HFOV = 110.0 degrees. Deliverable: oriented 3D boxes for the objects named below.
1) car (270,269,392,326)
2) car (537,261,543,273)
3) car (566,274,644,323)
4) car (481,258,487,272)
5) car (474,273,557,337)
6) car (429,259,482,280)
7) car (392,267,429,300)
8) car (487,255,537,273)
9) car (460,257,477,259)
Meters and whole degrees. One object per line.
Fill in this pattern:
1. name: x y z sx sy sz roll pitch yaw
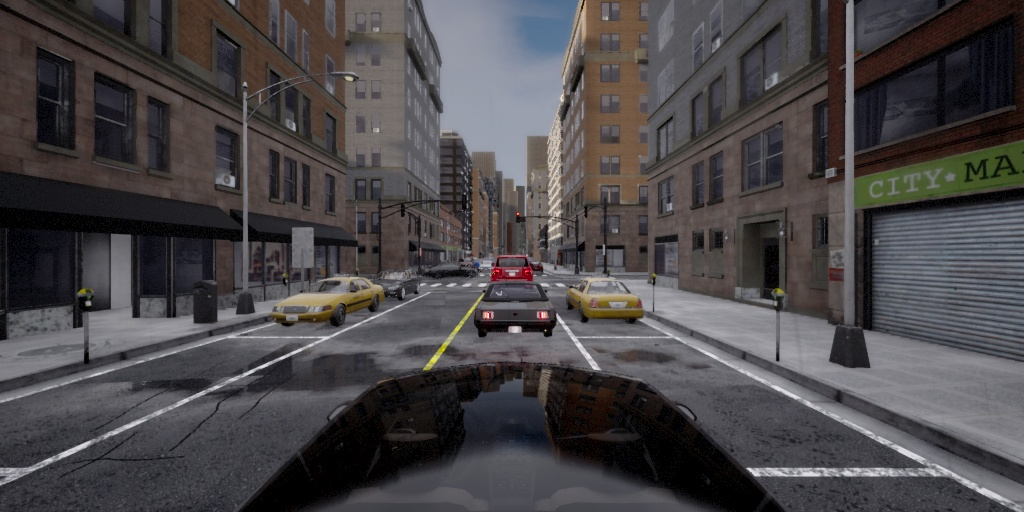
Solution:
1. car: -5.664 1.276 11.647 1.751 1.417 4.829 0 0 0
2. car: 2.874 1.308 44.112 1.888 1.381 4.507 0 0 0
3. car: 2.861 1.276 11.983 1.751 1.417 4.829 0 0 0
4. car: -3.081 1.289 44.717 1.812 1.442 4.674 0 0 0
5. car: 0.085 1.351 10.223 1.895 1.301 4.718 0 0 0
6. car: -5.287 1.285 31.035 4.674 1.442 1.812 0 0 -23
7. car: -5.662 1.302 17.342 2.007 1.370 4.403 0 0 0
8. car: 0.008 0.974 19.993 2.150 2.045 5.566 0 0 0
9. car: -5.651 1.078 44.116 2.192 1.841 5.009 0 0 0
